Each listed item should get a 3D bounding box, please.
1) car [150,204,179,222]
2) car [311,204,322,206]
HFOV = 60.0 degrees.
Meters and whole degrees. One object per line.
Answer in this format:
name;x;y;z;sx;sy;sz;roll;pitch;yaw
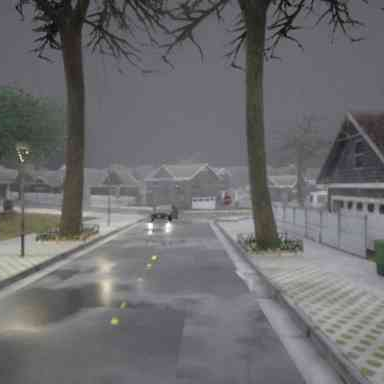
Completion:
car;-2.489;1.885;30.912;1.882;1.535;5.008;0;-1;8
car;22.708;2.990;61.005;4.674;1.442;1.812;2;-1;-43
